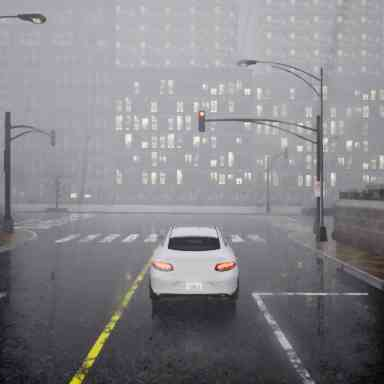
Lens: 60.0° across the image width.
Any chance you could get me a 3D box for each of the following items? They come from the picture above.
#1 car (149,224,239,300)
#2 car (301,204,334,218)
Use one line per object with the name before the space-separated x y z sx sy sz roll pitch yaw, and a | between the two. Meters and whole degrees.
car | 0.055 1.528 8.275 1.812 1.442 4.674 0 0 0
car | 12.917 1.795 31.637 4.718 1.301 1.895 1 0 -1
